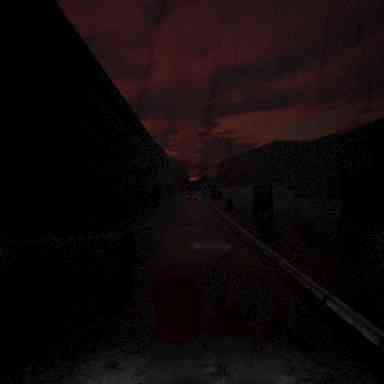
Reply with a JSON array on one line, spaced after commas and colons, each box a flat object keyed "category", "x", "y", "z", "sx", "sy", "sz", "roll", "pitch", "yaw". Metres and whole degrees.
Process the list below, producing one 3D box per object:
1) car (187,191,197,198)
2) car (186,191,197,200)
[{"category": "car", "x": -0.024, "y": 0.515, "z": 67.468, "sx": 1.812, "sy": 1.442, "sz": 4.674, "roll": 0, "pitch": 1, "yaw": 0}, {"category": "car", "x": -0.020, "y": 0.754, "z": 57.488, "sx": 1.895, "sy": 1.301, "sz": 4.718, "roll": 0, "pitch": 1, "yaw": 0}]
